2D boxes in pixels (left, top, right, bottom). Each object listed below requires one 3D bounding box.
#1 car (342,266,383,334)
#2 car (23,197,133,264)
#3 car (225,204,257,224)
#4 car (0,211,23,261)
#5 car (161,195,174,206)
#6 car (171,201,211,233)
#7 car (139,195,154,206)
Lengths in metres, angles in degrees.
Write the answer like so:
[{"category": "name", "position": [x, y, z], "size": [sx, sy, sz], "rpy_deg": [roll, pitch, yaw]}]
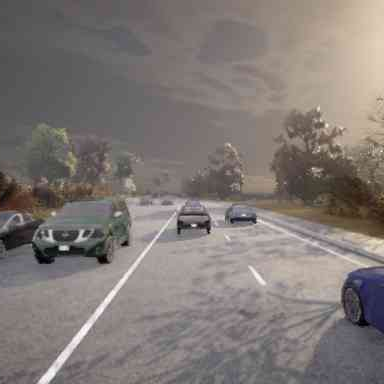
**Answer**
[{"category": "car", "position": [3.600, 1.526, 4.067], "size": [1.812, 1.442, 4.674], "rpy_deg": [0, 0, 0]}, {"category": "car", "position": [-3.600, 1.223, 12.118], "size": [2.150, 2.045, 5.566], "rpy_deg": [0, 0, 0]}, {"category": "car", "position": [3.601, 1.568, 25.163], "size": [1.994, 1.385, 4.181], "rpy_deg": [0, 0, 0]}, {"category": "car", "position": [-7.100, 1.493, 12.239], "size": [2.128, 1.511, 4.902], "rpy_deg": [0, 0, 0]}, {"category": "car", "position": [-4.039, 1.359, 54.959], "size": [2.097, 1.767, 4.553], "rpy_deg": [0, 0, -3]}, {"category": "car", "position": [0.101, 1.494, 19.470], "size": [2.128, 1.511, 4.902], "rpy_deg": [0, 0, 0]}, {"category": "car", "position": [-7.591, 1.357, 55.800], "size": [2.097, 1.767, 4.553], "rpy_deg": [0, 0, -3]}]
